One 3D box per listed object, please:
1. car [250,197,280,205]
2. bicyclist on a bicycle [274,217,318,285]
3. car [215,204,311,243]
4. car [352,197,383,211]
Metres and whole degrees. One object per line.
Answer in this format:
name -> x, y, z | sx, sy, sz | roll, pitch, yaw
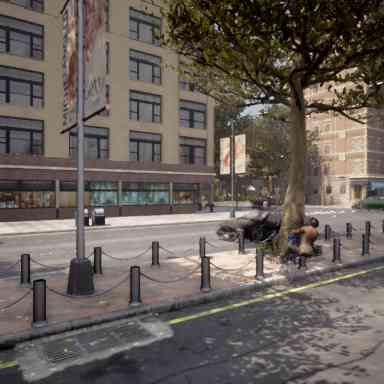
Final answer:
car -> 11.048, 1.477, 50.613 | 1.882, 1.535, 5.008 | 0, 0, -36
bicyclist on a bicycle -> 2.541, 1.308, 8.153 | 0.582, 1.620, 1.656 | 23, 37, -13
car -> 3.722, 1.547, 16.309 | 5.357, 1.411, 2.033 | 0, 0, -35
car -> 21.508, 1.355, 39.517 | 4.553, 1.767, 2.097 | 0, 0, 16
